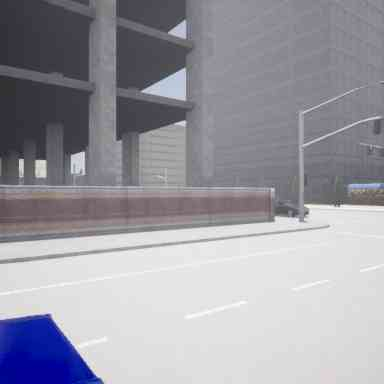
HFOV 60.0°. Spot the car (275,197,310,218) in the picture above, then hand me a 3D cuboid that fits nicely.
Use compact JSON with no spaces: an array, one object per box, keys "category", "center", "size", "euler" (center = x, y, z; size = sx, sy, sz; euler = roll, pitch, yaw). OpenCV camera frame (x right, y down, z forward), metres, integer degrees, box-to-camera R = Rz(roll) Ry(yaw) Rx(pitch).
[{"category":"car","center":[8.522,1.505,30.851],"size":[1.837,1.490,4.892],"euler":[0,0,-35]}]

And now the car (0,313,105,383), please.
[{"category":"car","center":[-3.030,1.601,1.834],"size":[4.718,1.301,1.895],"euler":[0,0,-35]}]

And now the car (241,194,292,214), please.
[{"category":"car","center":[8.195,1.221,37.309],"size":[2.150,2.045,5.566],"euler":[0,0,-36]}]
